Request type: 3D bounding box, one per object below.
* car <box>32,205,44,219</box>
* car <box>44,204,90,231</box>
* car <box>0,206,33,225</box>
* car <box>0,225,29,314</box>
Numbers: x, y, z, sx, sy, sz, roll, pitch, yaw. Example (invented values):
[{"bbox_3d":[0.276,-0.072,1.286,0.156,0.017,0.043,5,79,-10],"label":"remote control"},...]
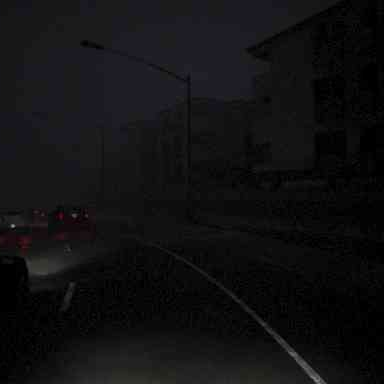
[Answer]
[{"bbox_3d":[-15.505,1.953,33.806,1.895,1.301,4.718,0,0,-33],"label":"car"},{"bbox_3d":[-8.539,1.577,22.869,2.097,1.767,4.553,0,0,-31],"label":"car"},{"bbox_3d":[-11.561,1.760,21.212,1.812,1.442,4.674,0,-1,-32],"label":"car"},{"bbox_3d":[-4.061,1.557,5.103,2.128,1.511,4.902,0,0,-10],"label":"car"}]
